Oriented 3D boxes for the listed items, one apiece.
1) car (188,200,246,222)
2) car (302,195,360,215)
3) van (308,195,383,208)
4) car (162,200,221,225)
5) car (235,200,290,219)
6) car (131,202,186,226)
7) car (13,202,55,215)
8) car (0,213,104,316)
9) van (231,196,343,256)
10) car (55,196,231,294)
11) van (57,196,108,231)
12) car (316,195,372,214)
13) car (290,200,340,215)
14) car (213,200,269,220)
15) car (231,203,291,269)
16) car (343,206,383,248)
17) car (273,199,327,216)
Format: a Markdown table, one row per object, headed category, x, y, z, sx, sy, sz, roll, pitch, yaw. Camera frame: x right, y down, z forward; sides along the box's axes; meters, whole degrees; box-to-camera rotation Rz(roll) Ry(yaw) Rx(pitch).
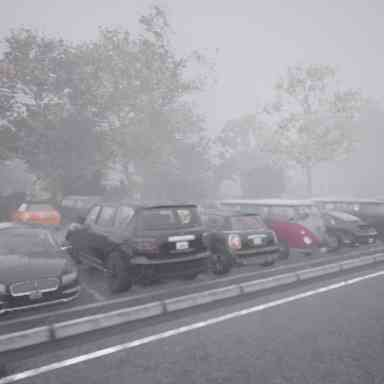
| category | x | y | z | sx | sy | sz | roll | pitch | yaw |
| --- | --- | --- | --- | --- | --- | --- | --- | --- | --- |
| car | 1.972 | 1.513 | 27.902 | 2.097 | 1.535 | 5.008 | 0 | 0 | -36 |
| car | 15.581 | 1.328 | 37.598 | 2.435 | 2.045 | 5.566 | 0 | 0 | -36 |
| van | 7.319 | 1.280 | 15.797 | 1.878 | 1.987 | 4.442 | 0 | 0 | -36 |
| car | -0.191 | 1.502 | 26.136 | 1.946 | 1.575 | 5.366 | 0 | 0 | -36 |
| car | 6.484 | 1.559 | 31.168 | 2.163 | 1.488 | 4.792 | 0 | 0 | -36 |
| car | -2.564 | 1.537 | 24.666 | 2.002 | 1.452 | 4.674 | 0 | 0 | -36 |
| car | -9.346 | 1.351 | 19.792 | 2.185 | 1.767 | 4.553 | 0 | 0 | -35 |
| car | -4.029 | 1.474 | 7.567 | 2.231 | 1.521 | 4.892 | 0 | 0 | -35 |
| van | 2.891 | 1.264 | 12.350 | 1.878 | 1.987 | 4.442 | 0 | 0 | -36 |
| car | -1.756 | 1.226 | 9.213 | 2.435 | 2.045 | 5.566 | 0 | 0 | -35 |
| van | -7.168 | 1.255 | 21.527 | 1.878 | 1.987 | 4.442 | 0 | 0 | -35 |
| car | 17.746 | 1.345 | 39.146 | 2.435 | 2.045 | 5.566 | 0 | 0 | -36 |
| car | 13.199 | 1.604 | 35.928 | 2.002 | 1.452 | 4.674 | 0 | 0 | -36 |
| car | 4.252 | 1.551 | 29.502 | 2.163 | 1.488 | 4.792 | 0 | 0 | -36 |
| car | 0.559 | 1.356 | 10.790 | 2.185 | 1.767 | 4.553 | 0 | 0 | -36 |
| car | 5.109 | 1.499 | 14.069 | 2.231 | 1.521 | 4.892 | 0 | 0 | -36 |
| car | 11.036 | 1.552 | 34.379 | 2.097 | 1.535 | 5.008 | 0 | 0 | -36 |
